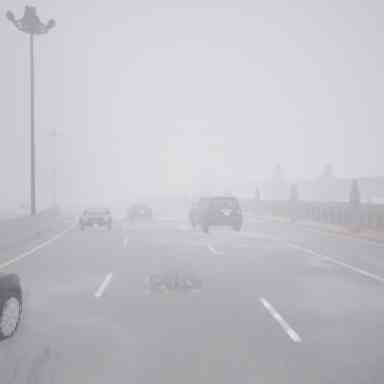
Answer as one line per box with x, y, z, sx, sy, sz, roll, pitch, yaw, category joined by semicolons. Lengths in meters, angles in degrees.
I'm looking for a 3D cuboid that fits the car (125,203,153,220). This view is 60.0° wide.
-4.782;1.638;29.640;1.994;1.385;4.181;0;0;-17;car

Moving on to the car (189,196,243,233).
1.315;1.244;20.190;2.150;2.045;5.566;0;0;-12;car

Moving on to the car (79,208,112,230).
-6.211;1.673;21.916;1.895;1.301;4.718;0;0;-13;car

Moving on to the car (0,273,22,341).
-3.645;1.501;3.482;1.882;1.535;5.008;0;0;-2;car

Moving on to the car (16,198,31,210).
-23.168;1.793;47.037;2.033;1.411;5.357;0;0;-23;car

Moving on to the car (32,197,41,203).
-39.290;2.150;84.183;1.994;1.385;4.181;0;-3;-24;car

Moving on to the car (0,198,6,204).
-43.322;2.103;75.918;1.994;1.385;4.181;0;-2;-24;car

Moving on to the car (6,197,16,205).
-35.219;1.872;66.088;1.837;1.490;4.892;0;0;-24;car
